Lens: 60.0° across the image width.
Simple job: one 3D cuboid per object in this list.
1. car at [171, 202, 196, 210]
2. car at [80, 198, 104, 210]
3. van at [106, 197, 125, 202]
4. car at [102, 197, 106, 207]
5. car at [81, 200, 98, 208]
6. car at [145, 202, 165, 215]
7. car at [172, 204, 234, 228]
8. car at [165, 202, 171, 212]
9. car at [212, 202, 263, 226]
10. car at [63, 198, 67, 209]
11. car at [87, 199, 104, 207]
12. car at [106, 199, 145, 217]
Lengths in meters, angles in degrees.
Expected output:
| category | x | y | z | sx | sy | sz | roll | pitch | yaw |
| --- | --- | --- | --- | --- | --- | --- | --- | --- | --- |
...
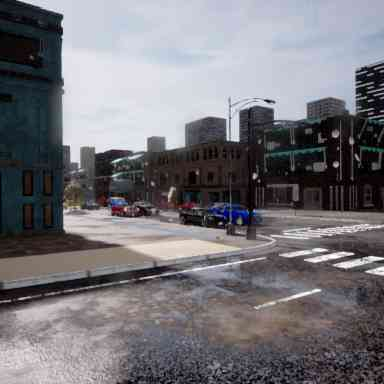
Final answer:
| category | x | y | z | sx | sy | sz | roll | pitch | yaw |
| --- | --- | --- | --- | --- | --- | --- | --- | --- | --- |
| car | -0.410 | 1.904 | 40.811 | 1.802 | 1.307 | 4.206 | -2 | 0 | -35 |
| car | -16.625 | 2.147 | 53.816 | 2.033 | 1.411 | 5.357 | -1 | 0 | -35 |
| van | -13.241 | 1.907 | 58.857 | 1.690 | 1.788 | 3.998 | -1 | 0 | -35 |
| car | -16.449 | 1.940 | 63.368 | 2.192 | 1.841 | 5.009 | -1 | 0 | -35 |
| car | -19.500 | 2.194 | 63.230 | 1.812 | 1.442 | 4.674 | -1 | 0 | -35 |
| car | -5.514 | 1.878 | 38.026 | 2.128 | 1.511 | 4.902 | -1 | 0 | -35 |
| car | 0.700 | 1.814 | 24.573 | 1.947 | 1.339 | 4.313 | -1 | 0 | -35 |
| car | -3.615 | 1.966 | 45.322 | 1.802 | 1.307 | 4.206 | -2 | 0 | -35 |
| car | 3.230 | 1.693 | 25.704 | 1.882 | 1.535 | 5.008 | -1 | 0 | -36 |
| car | -23.174 | 2.232 | 58.374 | 1.752 | 1.417 | 4.829 | -1 | 0 | -35 |
| car | -19.650 | 2.227 | 67.880 | 1.887 | 1.381 | 4.507 | -1 | 0 | -35 |
| car | -7.243 | 1.846 | 35.953 | 1.967 | 1.590 | 4.097 | -1 | 0 | -35 |
